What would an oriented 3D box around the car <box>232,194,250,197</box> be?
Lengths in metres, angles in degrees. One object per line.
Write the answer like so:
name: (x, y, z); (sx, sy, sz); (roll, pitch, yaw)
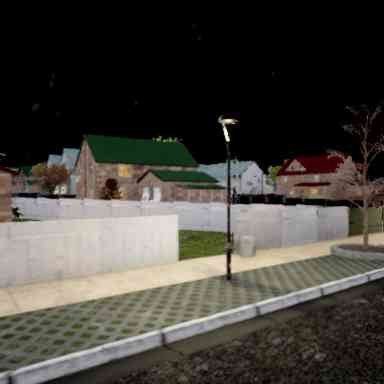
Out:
car: (7.265, 1.029, 46.579); (2.097, 1.767, 4.553); (0, 1, -34)
